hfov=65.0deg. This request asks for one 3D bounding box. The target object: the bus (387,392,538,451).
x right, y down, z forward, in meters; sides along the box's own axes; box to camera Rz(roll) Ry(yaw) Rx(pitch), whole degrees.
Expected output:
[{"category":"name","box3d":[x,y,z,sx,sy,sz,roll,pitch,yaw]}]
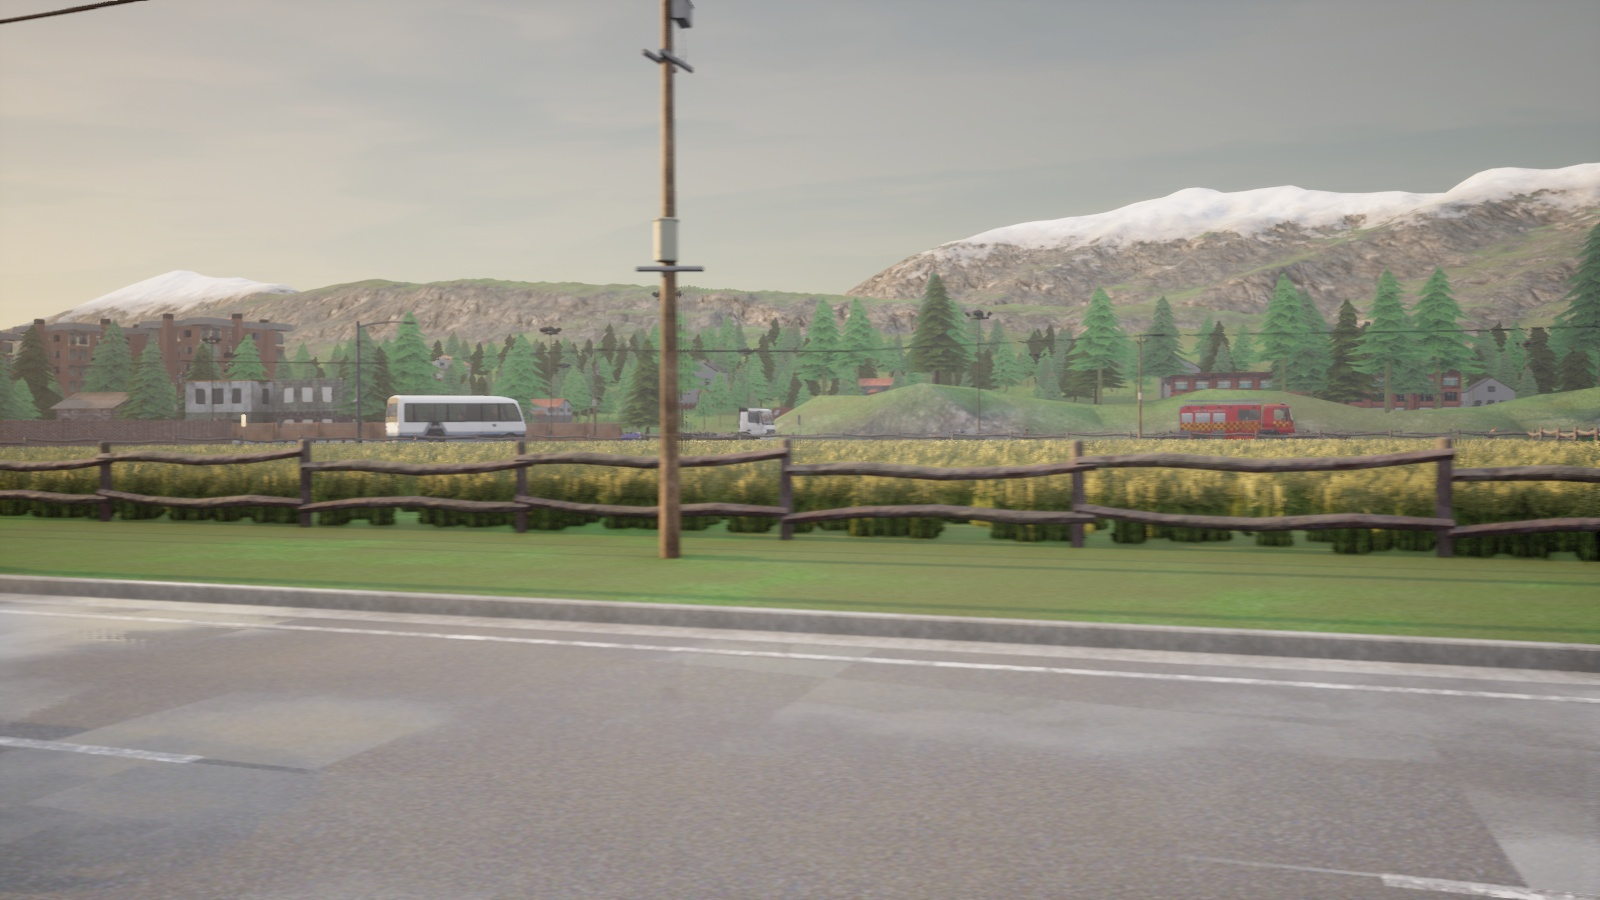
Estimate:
[{"category":"bus","box3d":[-25.443,-2.128,95.046,10.273,4.253,3.944,-1,1,-34]}]
